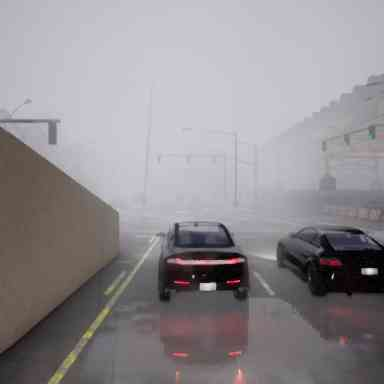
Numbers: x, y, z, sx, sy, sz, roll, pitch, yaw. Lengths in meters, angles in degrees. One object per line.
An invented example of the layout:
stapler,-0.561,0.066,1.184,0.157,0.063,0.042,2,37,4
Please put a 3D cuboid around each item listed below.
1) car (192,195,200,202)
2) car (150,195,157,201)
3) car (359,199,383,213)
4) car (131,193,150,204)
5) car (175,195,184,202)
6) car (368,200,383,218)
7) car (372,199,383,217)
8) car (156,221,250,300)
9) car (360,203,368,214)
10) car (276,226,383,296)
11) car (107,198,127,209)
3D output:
car,0.864,1.307,69.974,2.033,1.411,5.357,0,0,1
car,-9.444,1.490,77.642,1.994,1.385,4.181,0,0,1
car,17.590,1.274,31.463,4.536,1.218,1.853,0,0,-45
car,-9.871,1.178,62.729,2.150,2.045,5.566,0,0,2
car,-2.635,1.307,70.063,2.033,1.411,5.357,0,0,1
car,17.446,1.434,26.820,2.038,1.542,4.974,0,0,-35
car,17.476,1.277,26.777,1.853,1.218,4.536,0,0,-35
car,0.137,1.486,8.392,2.128,1.511,4.902,0,0,-4
car,17.553,1.431,31.427,4.974,1.542,2.038,0,0,-45
car,3.575,1.558,8.676,1.994,1.385,4.181,0,0,0
car,-10.344,1.515,46.026,2.033,1.411,5.357,0,0,2
